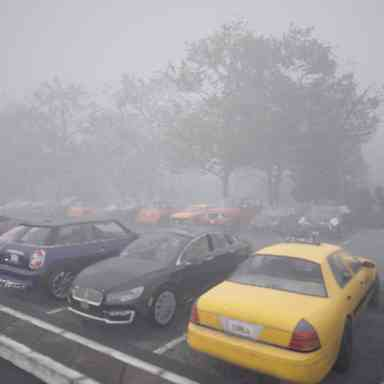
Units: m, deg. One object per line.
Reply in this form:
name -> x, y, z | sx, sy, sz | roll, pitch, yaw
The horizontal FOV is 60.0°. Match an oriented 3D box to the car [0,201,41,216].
car -> -19.834, 1.815, 37.492 | 2.002, 1.452, 4.674 | 0, 0, 36

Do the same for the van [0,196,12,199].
van -> -24.427, 1.580, 40.647 | 1.878, 1.987, 4.442 | 0, 0, 36

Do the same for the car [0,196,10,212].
car -> -26.637, 1.570, 42.345 | 2.435, 2.045, 5.566 | 0, 0, 36

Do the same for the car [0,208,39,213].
car -> -9.381, 1.667, 13.829 | 2.163, 1.488, 4.792 | 0, 0, 36

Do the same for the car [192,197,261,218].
car -> 2.760, 1.345, 21.212 | 2.435, 2.045, 5.566 | -1, 0, 36

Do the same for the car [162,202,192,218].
car -> 0.517, 1.616, 22.864 | 2.097, 1.535, 5.008 | -1, 0, 36

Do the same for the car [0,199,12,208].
car -> -17.571, 1.759, 35.869 | 2.097, 1.535, 5.008 | 0, 0, 36

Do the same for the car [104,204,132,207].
car -> -4.010, 1.655, 26.107 | 2.097, 1.535, 5.008 | 0, 0, 36

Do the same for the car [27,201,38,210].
car -> -13.037, 1.756, 32.638 | 2.163, 1.488, 4.792 | 0, 0, 36

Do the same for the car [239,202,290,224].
car -> 5.042, 1.578, 19.614 | 2.231, 1.521, 4.892 | -1, 0, 36

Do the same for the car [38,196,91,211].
car -> -10.808, 1.458, 30.965 | 2.435, 2.045, 5.566 | 0, 0, 36

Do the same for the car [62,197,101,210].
car -> -8.548, 1.566, 29.337 | 2.185, 1.767, 4.553 | 0, 0, 36

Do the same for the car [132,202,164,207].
car -> -1.766, 1.511, 24.460 | 2.185, 1.767, 4.553 | -1, 0, 36

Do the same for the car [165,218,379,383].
car -> 2.044, 1.532, 5.880 | 1.946, 1.575, 5.366 | -1, 0, 36

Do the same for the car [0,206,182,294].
car -> -2.604, 1.452, 8.955 | 2.185, 1.767, 4.553 | -1, 0, 36

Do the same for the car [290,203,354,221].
car -> 7.317, 1.430, 18.009 | 2.185, 1.767, 4.553 | -1, 0, 36

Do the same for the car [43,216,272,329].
car -> -0.320, 1.558, 7.359 | 2.231, 1.521, 4.892 | -1, 0, 36

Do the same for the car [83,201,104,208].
car -> -6.266, 1.713, 27.739 | 2.002, 1.452, 4.674 | 0, 0, 36

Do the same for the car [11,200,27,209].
car -> -15.309, 1.744, 34.244 | 2.231, 1.521, 4.892 | 0, 0, 36
